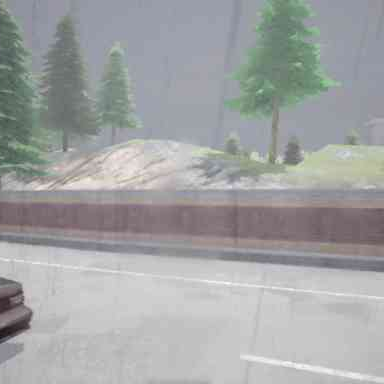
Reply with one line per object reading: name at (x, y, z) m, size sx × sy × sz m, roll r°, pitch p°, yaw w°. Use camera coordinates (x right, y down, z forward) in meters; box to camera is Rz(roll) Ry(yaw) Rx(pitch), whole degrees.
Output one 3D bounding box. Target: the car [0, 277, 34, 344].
car at (-4.965, 1.556, 5.066) m, size 5.357 × 1.411 × 2.033 m, roll 0°, pitch 0°, yaw 23°
